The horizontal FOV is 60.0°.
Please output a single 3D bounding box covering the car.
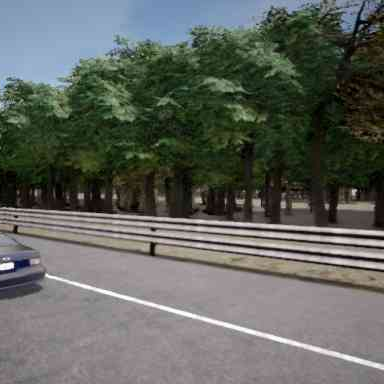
[{"bbox_3d":[-5.735,1.541,8.207,5.357,1.411,2.033,0,0,37],"label":"car"}]
